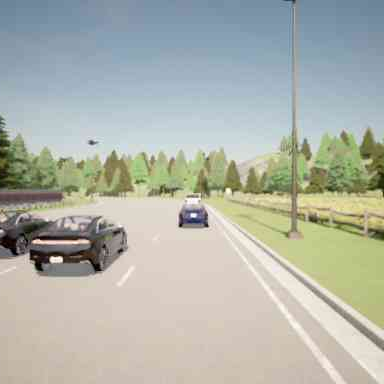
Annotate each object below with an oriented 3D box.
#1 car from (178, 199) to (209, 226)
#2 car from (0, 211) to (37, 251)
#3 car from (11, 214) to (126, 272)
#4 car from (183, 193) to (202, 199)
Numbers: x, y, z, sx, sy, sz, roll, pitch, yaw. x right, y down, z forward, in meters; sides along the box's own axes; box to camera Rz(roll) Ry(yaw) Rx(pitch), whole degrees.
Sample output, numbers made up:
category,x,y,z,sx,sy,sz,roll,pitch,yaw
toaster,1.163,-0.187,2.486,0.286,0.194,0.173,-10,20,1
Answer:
category,x,y,z,sx,sy,sz,roll,pitch,yaw
car,0.096,1.479,22.936,2.163,1.488,4.792,0,0,0
car,-6.903,1.478,13.081,2.128,1.511,4.902,0,0,0
car,-3.402,1.481,10.769,2.128,1.511,4.902,0,0,0
car,0.094,1.178,41.463,2.150,2.045,5.566,0,0,0
